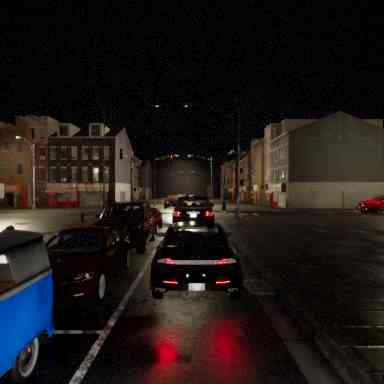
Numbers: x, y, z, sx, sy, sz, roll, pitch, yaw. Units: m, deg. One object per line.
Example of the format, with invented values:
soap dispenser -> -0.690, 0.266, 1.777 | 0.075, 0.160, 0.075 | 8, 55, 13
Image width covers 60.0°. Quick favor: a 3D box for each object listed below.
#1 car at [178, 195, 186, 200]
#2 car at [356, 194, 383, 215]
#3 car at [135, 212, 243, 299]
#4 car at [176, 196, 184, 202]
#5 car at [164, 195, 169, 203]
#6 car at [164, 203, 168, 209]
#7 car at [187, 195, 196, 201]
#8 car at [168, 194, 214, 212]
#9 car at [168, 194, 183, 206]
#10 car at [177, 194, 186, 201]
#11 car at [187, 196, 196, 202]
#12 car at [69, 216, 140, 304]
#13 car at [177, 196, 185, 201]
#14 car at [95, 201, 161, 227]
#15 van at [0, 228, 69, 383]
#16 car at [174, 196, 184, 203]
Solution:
car -> -2.789, 1.536, 94.323 | 1.967, 1.590, 4.097 | 0, 0, 0
car -> 19.816, 1.247, 33.862 | 5.566, 2.045, 2.150 | 0, 0, 0
car -> 0.086, 1.491, 8.400 | 2.128, 1.511, 4.902 | 0, 0, 0
car -> -2.763, 1.589, 77.872 | 1.752, 1.417, 4.829 | 0, 0, 0
car -> -2.714, 1.333, 45.481 | 2.192, 1.841, 5.009 | 0, 0, 0
car -> -2.672, 1.546, 19.071 | 1.887, 1.381, 4.507 | 0, 0, 0
car -> -0.132, 1.437, 86.201 | 2.128, 1.511, 4.902 | 0, 0, 0
car -> 0.072, 1.223, 18.593 | 2.150, 2.045, 5.566 | 0, 0, 0
car -> -2.731, 1.345, 56.335 | 2.192, 1.841, 5.009 | 0, 0, 0
car -> -2.782, 1.400, 88.896 | 2.192, 1.841, 5.009 | 0, 0, 0
car -> -0.117, 1.649, 76.229 | 1.895, 1.301, 4.718 | 0, 0, 0
car -> -2.655, 1.544, 8.203 | 1.887, 1.381, 4.507 | 0, 0, 0
car -> -2.771, 1.640, 83.469 | 1.947, 1.339, 4.313 | 0, 0, 0
car -> -2.665, 1.315, 13.637 | 2.192, 1.841, 5.009 | 0, 0, 0
van -> -2.648, 1.341, 2.769 | 1.690, 1.788, 3.998 | 0, 0, 0
car -> -2.755, 1.605, 72.615 | 2.008, 1.369, 4.403 | 0, 0, 0
